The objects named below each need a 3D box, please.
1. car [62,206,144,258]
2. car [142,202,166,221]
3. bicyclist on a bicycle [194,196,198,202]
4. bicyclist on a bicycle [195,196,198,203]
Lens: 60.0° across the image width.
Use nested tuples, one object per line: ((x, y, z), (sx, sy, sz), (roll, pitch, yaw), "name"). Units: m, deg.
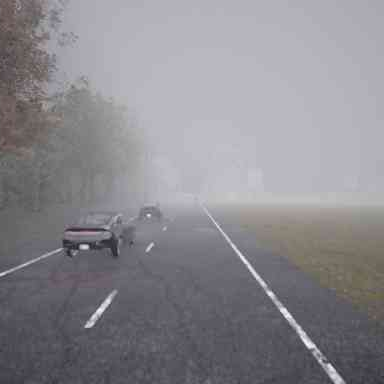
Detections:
((-3.400, 1.536, 12.955), (2.128, 1.511, 4.902), (0, 0, 0), "car")
((-3.397, 1.601, 28.605), (1.837, 1.490, 4.892), (0, 0, 0), "car")
((0.977, 1.717, 83.058), (0.866, 1.612, 1.509), (0, 0, 0), "bicyclist on a bicycle")
((0.980, 1.703, 74.059), (0.582, 1.620, 1.656), (0, 0, 0), "bicyclist on a bicycle")
